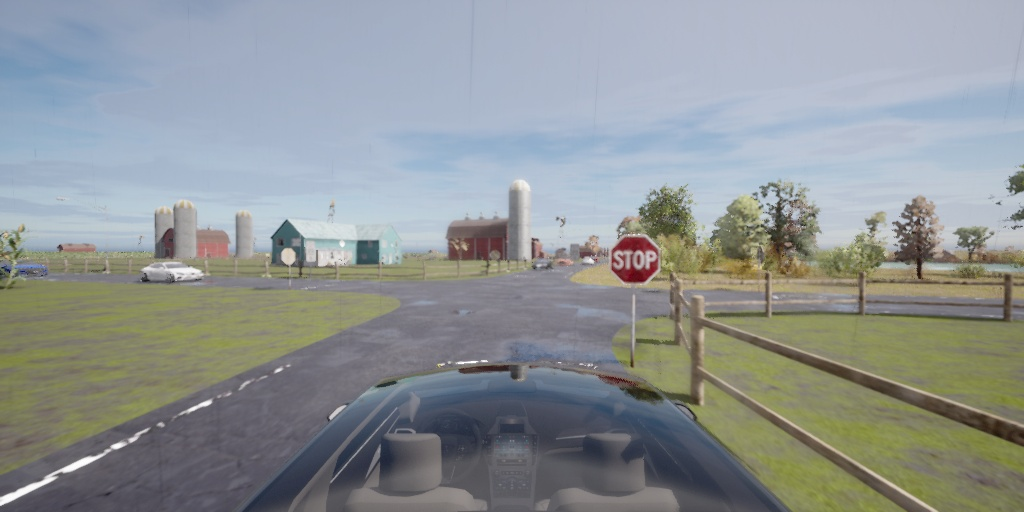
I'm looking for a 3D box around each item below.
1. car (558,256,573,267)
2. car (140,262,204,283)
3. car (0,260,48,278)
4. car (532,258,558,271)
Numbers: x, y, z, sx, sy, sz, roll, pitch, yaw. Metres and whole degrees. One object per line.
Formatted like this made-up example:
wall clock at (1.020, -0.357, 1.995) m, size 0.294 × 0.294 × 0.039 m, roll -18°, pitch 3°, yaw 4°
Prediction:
car at (8.719, 0.787, 58.994) m, size 2.097 × 1.767 × 4.553 m, roll 0°, pitch 0°, yaw 19°
car at (-24.675, 1.163, 25.996) m, size 4.674 × 1.442 × 1.812 m, roll 0°, pitch 1°, yaw 18°
car at (-44.174, 1.114, 32.228) m, size 5.008 × 1.535 × 1.882 m, roll 0°, pitch 1°, yaw 18°
car at (3.879, 1.001, 44.387) m, size 2.128 × 1.511 × 4.902 m, roll 0°, pitch 0°, yaw 17°
